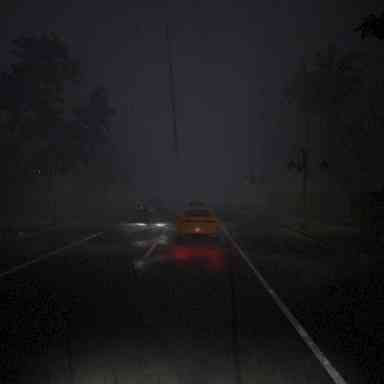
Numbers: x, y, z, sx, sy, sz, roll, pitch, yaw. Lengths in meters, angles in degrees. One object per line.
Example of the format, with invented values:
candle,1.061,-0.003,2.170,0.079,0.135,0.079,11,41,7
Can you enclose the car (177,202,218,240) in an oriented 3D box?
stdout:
car,0.274,1.500,17.051,1.882,1.535,5.008,0,0,1

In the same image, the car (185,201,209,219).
car,0.427,1.588,30.932,2.033,1.411,5.357,0,0,1

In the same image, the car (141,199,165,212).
car,-3.203,1.206,28.110,1.812,1.442,4.674,0,0,1
